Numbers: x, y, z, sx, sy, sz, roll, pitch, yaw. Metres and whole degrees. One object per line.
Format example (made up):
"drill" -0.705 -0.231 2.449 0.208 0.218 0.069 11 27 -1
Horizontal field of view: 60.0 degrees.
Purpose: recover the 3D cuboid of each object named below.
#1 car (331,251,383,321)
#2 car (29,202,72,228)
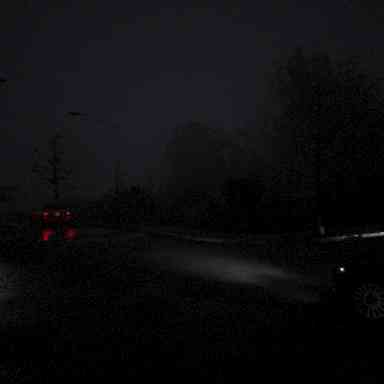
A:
"car" 4.710 1.487 5.155 2.128 1.511 4.902 0 0 -38
"car" -10.731 1.659 25.002 2.097 1.767 4.553 0 -2 -38
